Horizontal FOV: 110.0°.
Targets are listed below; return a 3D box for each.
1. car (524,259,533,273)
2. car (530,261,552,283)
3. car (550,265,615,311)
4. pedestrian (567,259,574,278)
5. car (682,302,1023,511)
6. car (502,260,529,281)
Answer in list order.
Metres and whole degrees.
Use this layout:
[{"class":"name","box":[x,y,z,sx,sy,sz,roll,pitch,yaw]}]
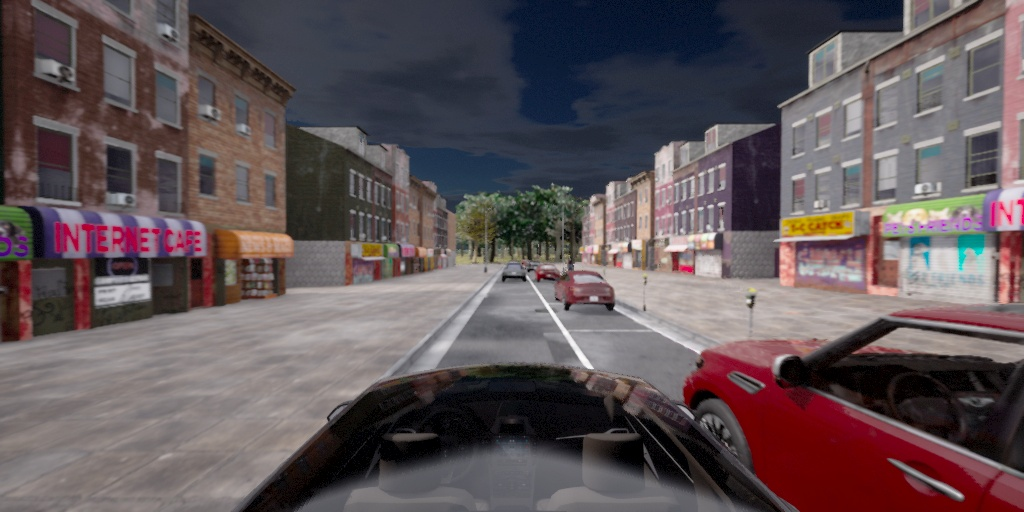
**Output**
[{"class":"car","box":[2.786,1.339,44.590,1.948,1.339,4.313,0,0,0]},{"class":"car","box":[2.726,1.304,28.372,1.888,1.381,4.507,0,0,0]},{"class":"car","box":[2.790,1.283,14.447,1.812,1.442,4.674,0,0,0]},{"class":"pedestrian","box":[2.794,1.050,17.271,0.375,1.860,0.375,-1,1,0]},{"class":"car","box":[2.625,1.074,1.340,2.192,1.841,5.009,0,0,0]},{"class":"car","box":[0.172,1.316,30.159,1.994,1.385,4.181,0,0,0]}]
